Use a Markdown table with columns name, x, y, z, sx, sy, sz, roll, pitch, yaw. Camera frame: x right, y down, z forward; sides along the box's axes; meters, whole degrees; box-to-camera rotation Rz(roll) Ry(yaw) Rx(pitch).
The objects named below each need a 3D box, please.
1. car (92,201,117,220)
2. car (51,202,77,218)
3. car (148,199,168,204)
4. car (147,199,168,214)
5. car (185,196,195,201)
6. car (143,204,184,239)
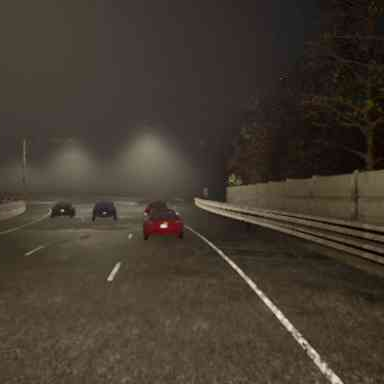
| name | x | y | z | sx | sy | sz | roll | pitch | yaw |
| --- | --- | --- | --- | --- | --- | --- | --- | --- | --- |
| car | -7.370 | 1.482 | 28.057 | 1.882 | 1.535 | 5.008 | 0 | 0 | -15 |
| car | -11.796 | 1.591 | 30.739 | 1.994 | 1.385 | 4.181 | 0 | 0 | -16 |
| car | -2.844 | 1.457 | 27.123 | 1.882 | 1.535 | 5.008 | 0 | 0 | -7 |
| car | -3.745 | 1.518 | 37.117 | 2.033 | 1.411 | 5.357 | 0 | 0 | -3 |
| car | -0.804 | 1.771 | 89.236 | 1.882 | 1.535 | 5.008 | 0 | -3 | 7 |
| car | -1.575 | 1.549 | 17.436 | 1.994 | 1.385 | 4.181 | 0 | 0 | -8 |
